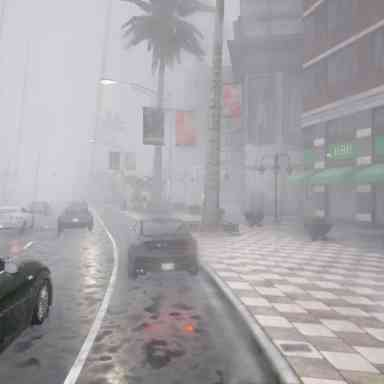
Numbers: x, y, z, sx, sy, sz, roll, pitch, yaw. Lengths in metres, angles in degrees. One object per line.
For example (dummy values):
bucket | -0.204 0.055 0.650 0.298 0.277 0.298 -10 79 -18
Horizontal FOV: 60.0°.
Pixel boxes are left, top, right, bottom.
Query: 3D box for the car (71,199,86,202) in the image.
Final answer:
car | -11.721 1.495 34.335 1.837 1.490 4.892 0 0 -18

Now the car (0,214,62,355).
car | -3.398 1.349 4.100 2.097 1.767 4.553 0 0 -5

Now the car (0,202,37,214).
car | -10.376 1.517 19.136 1.812 1.442 4.674 0 0 -18

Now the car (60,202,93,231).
car | -7.187 1.559 20.654 1.994 1.385 4.181 0 0 -18

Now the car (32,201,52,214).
car | -14.477 1.535 31.481 2.033 1.411 5.357 0 0 -18

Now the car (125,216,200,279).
car | -1.037 1.503 10.202 1.837 1.490 4.892 0 0 -11
